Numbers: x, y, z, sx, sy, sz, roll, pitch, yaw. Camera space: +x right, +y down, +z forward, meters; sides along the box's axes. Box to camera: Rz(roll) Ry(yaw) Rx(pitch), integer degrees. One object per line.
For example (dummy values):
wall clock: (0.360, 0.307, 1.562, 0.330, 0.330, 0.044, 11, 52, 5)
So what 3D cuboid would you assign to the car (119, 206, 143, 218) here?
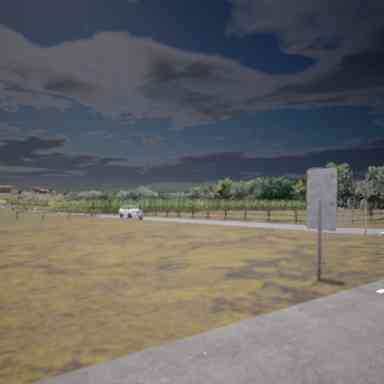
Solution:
car: (-10.289, 3.307, 55.912, 2.150, 2.045, 5.566, 2, -3, -35)
